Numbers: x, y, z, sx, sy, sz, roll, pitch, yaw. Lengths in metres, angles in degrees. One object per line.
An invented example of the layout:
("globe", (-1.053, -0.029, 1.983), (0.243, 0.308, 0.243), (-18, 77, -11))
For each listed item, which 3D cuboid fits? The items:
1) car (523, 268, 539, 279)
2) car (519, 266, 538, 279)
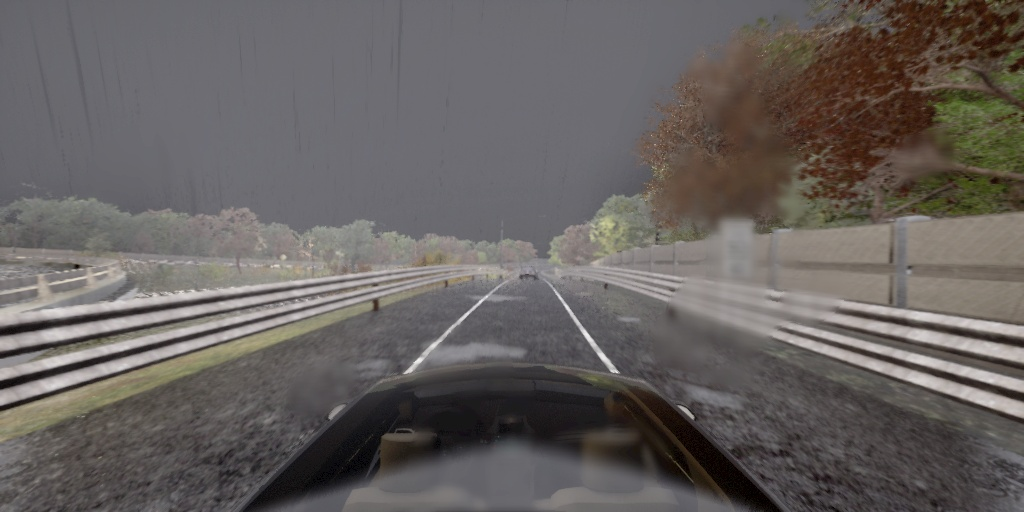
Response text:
("car", (2.989, 2.675, 54.463), (2.128, 1.511, 4.902), (1, -4, 6))
("car", (1.789, 1.863, 39.871), (2.033, 1.411, 5.357), (1, -3, 4))
